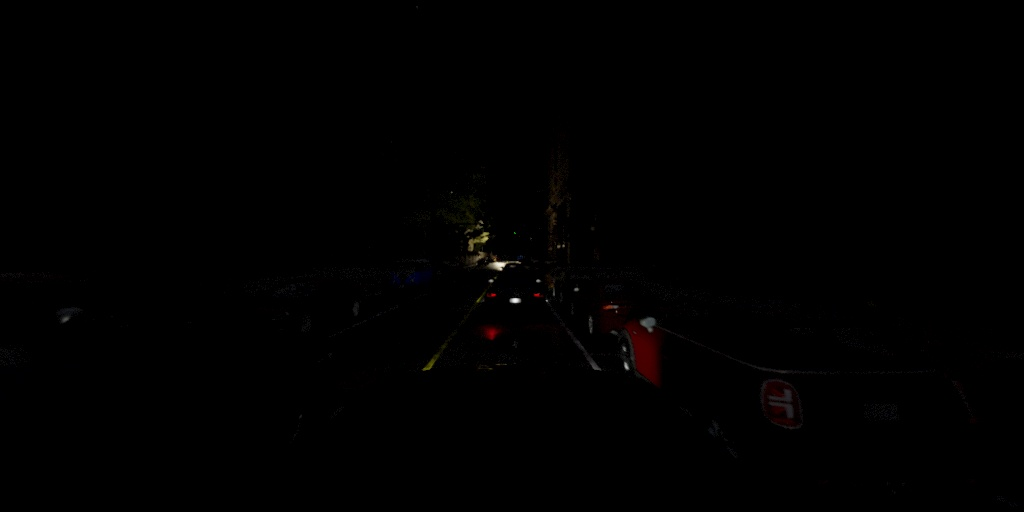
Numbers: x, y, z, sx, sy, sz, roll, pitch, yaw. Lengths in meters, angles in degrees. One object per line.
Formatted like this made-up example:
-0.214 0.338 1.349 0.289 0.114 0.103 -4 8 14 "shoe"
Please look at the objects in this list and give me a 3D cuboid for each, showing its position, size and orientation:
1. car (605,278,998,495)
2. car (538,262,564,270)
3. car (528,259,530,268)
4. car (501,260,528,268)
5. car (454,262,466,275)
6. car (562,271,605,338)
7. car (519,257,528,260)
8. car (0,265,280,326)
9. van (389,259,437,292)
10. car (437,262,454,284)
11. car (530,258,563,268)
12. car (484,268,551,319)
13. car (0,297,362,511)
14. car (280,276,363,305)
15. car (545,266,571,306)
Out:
2.762 1.187 4.617 1.967 1.591 4.097 0 0 0 "car"
2.760 1.257 21.062 1.751 1.417 4.829 0 0 0 "car"
2.758 1.279 37.168 1.948 1.339 4.313 0 0 0 "car"
0.097 1.249 28.198 1.812 1.442 4.674 0 0 0 "car"
-5.768 1.295 37.185 1.802 1.307 4.207 0 0 0 "car"
2.760 1.287 10.042 1.888 1.381 4.507 0 0 0 "car"
2.754 1.240 63.605 1.948 1.339 4.313 0 0 0 "car"
-5.763 1.062 4.628 2.192 1.841 5.009 0 0 0 "car"
-5.765 1.072 20.906 1.690 1.789 3.998 0 0 0 "van"
-5.766 1.166 26.332 1.967 1.591 4.097 0 0 0 "car"
2.759 1.040 26.317 2.192 1.841 5.009 0 0 0 "car"
0.099 1.303 12.739 1.994 1.385 4.181 0 0 0 "car"
-3.100 1.297 2.227 2.033 1.411 5.357 0 0 0 "car"
-5.764 1.287 10.053 1.888 1.381 4.507 0 0 0 "car"
2.761 1.287 15.467 2.007 1.370 4.403 0 0 0 "car"
